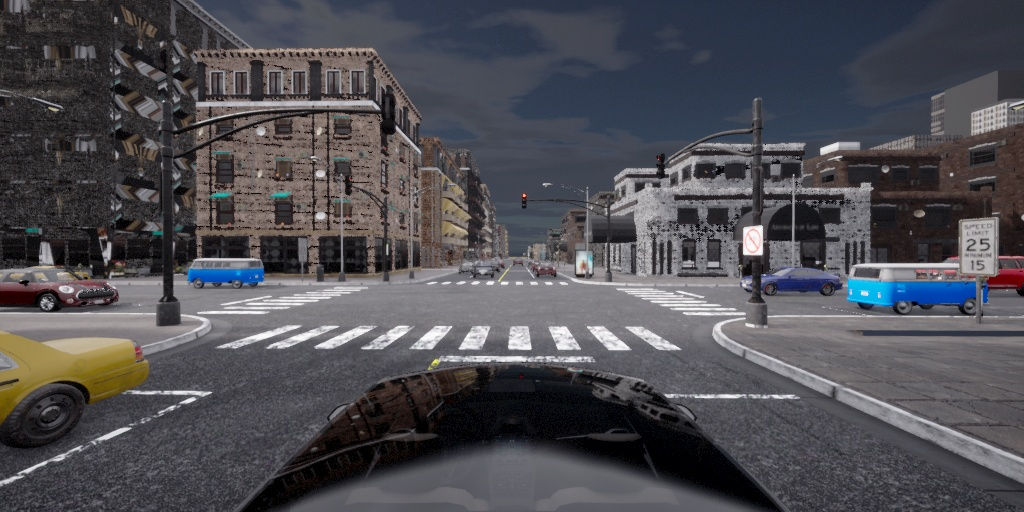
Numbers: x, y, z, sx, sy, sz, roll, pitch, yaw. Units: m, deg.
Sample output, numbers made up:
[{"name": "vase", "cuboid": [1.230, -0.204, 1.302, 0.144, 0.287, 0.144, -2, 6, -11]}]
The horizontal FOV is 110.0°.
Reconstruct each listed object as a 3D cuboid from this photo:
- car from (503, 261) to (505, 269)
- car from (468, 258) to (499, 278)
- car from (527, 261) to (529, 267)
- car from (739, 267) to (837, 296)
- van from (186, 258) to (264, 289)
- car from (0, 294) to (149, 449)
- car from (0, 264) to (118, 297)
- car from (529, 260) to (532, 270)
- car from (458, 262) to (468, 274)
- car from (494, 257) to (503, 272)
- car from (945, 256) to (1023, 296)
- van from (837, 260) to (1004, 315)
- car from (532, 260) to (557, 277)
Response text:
[{"name": "car", "cuboid": [-2.144, 1.253, 57.274, 1.882, 1.535, 5.008, 0, 0, 1]}, {"name": "car", "cuboid": [-2.571, 1.246, 33.722, 2.128, 1.511, 4.902, 0, 0, -1]}, {"name": "car", "cuboid": [3.542, 1.321, 52.187, 2.007, 1.370, 4.403, 0, 0, 1]}, {"name": "car", "cuboid": [14.688, 1.298, 18.982, 4.674, 1.442, 1.812, 0, 0, 2]}, {"name": "van", "cuboid": [-17.430, 1.030, 21.886, 3.998, 1.789, 1.690, 0, 0, 1]}, {"name": "car", "cuboid": [-5.681, 1.275, 2.609, 1.751, 1.417, 4.829, 0, 0, 1]}, {"name": "car", "cuboid": [-17.529, 1.190, 13.506, 4.097, 1.591, 1.967, 0, 0, 1]}, {"name": "car", "cuboid": [3.445, 1.347, 46.491, 1.802, 1.307, 4.207, 0, 0, 1]}, {"name": "car", "cuboid": [-5.031, 1.311, 40.924, 2.007, 1.370, 4.403, 0, 0, 1]}, {"name": "car", "cuboid": [-2.386, 1.267, 43.991, 1.837, 1.490, 4.892, 0, 0, 1]}, {"name": "car", "cuboid": [24.350, 1.019, 18.891, 5.566, 2.045, 2.150, 0, 0, 0]}, {"name": "van", "cuboid": [14.849, 1.156, 13.198, 3.998, 1.789, 1.690, 0, 0, 1]}, {"name": "car", "cuboid": [3.253, 1.195, 35.099, 1.967, 1.591, 4.097, 0, 0, 1]}]
